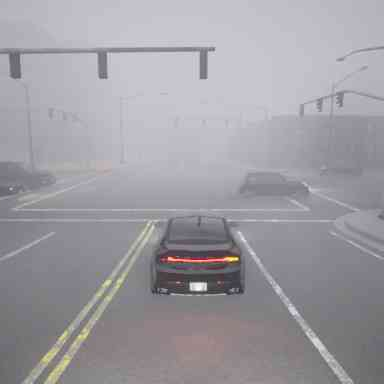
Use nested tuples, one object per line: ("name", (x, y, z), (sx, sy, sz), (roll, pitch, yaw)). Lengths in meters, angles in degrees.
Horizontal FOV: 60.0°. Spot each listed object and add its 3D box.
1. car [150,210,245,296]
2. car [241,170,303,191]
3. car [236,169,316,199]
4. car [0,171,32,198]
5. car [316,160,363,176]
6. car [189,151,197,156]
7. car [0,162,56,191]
("car", (0.115, 1.200, 8.071), (1.837, 1.490, 4.892), (0, 4, 0))
("car", (5.901, -0.886, 25.061), (4.181, 1.385, 1.994), (0, 8, 0))
("car", (5.196, -0.583, 21.571), (4.553, 1.767, 2.097), (0, 8, 0))
("car", (-13.814, -0.395, 21.701), (5.357, 1.411, 2.033), (0, 8, 1))
("car", (15.664, -2.657, 35.557), (4.553, 1.767, 2.097), (0, 8, 0))
("car", (0.275, -10.313, 88.646), (2.033, 1.411, 5.357), (0, 8, 0))
("car", (-13.391, -1.246, 25.220), (5.566, 2.045, 2.150), (0, 9, -1))
